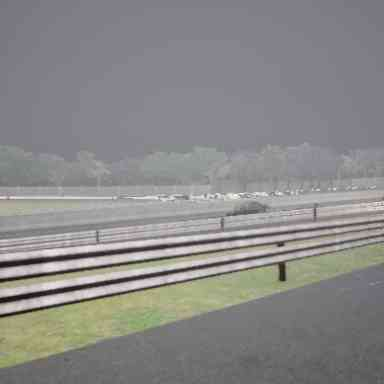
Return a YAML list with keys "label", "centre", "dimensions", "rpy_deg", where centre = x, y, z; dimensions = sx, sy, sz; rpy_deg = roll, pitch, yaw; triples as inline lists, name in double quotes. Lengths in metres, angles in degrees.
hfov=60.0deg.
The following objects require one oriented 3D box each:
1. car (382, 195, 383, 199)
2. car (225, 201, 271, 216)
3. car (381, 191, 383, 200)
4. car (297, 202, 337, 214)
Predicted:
- label: "car"
  centre: [31.152, 0.734, 50.081]
  dimensions: [4.674, 1.442, 1.812]
  rpy_deg: [-3, 2, -24]
- label: "car"
  centre: [6.396, 2.224, 39.065]
  dimensions: [4.718, 1.301, 1.895]
  rpy_deg: [-4, 2, -24]
- label: "car"
  centre: [33.609, 0.528, 55.006]
  dimensions: [4.181, 1.385, 1.994]
  rpy_deg: [-3, 2, -24]
- label: "car"
  centre: [14.780, 1.862, 38.966]
  dimensions: [4.718, 1.301, 1.895]
  rpy_deg: [-4, 2, -24]
